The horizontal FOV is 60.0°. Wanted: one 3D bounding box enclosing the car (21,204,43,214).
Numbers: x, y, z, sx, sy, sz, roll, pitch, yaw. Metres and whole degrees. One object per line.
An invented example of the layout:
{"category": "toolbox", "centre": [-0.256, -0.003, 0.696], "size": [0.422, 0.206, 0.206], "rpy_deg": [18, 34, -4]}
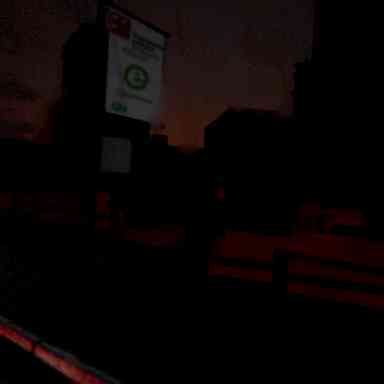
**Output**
{"category": "car", "centre": [-22.426, 2.424, 48.235], "size": [2.033, 1.411, 5.357], "rpy_deg": [4, -2, 8]}
